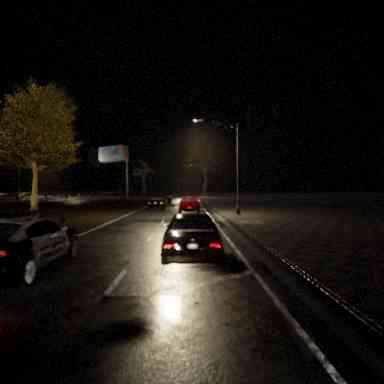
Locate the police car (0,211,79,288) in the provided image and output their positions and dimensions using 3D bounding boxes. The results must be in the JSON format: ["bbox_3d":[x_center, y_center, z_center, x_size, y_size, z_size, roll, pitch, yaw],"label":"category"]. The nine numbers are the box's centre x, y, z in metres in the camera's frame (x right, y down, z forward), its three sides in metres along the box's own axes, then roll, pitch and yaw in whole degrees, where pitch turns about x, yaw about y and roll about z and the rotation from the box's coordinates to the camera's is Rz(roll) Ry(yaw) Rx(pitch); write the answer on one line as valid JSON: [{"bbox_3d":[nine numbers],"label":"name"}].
[{"bbox_3d":[-4.645,1.343,9.150,1.930,1.638,5.238,0,1,-1],"label":"police car"}]

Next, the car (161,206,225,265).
[{"bbox_3d":[-0.016,1.431,11.133,2.033,1.411,5.357,0,1,-1],"label":"car"}]

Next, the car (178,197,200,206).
[{"bbox_3d":[-0.243,1.158,30.933,1.882,1.535,5.008,0,1,-1],"label":"car"}]

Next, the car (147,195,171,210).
[{"bbox_3d":[-3.837,1.175,37.113,2.033,1.411,5.357,0,1,0],"label":"car"}]
